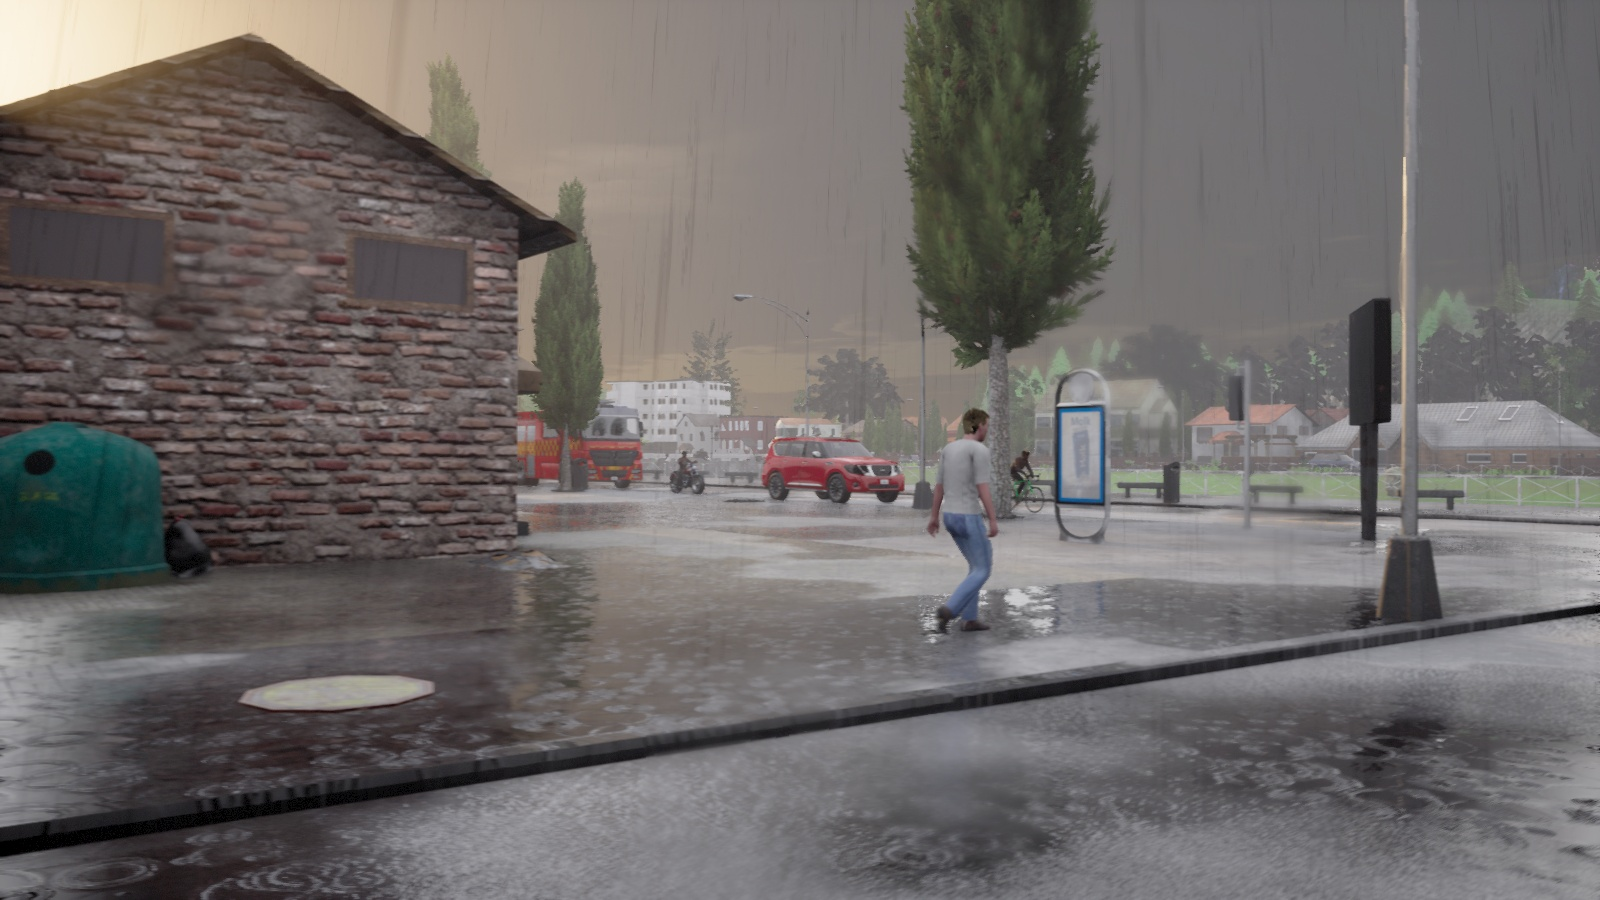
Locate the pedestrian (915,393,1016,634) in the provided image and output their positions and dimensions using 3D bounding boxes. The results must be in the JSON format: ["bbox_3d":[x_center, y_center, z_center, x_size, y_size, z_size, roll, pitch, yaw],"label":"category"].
[{"bbox_3d":[1.302,0.483,9.868,0.706,1.836,0.354,0,0,-27],"label":"pedestrian"}]

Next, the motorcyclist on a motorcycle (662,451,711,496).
[{"bbox_3d":[-4.273,0.856,47.148,0.766,1.649,2.350,0,0,-35],"label":"motorcyclist on a motorcycle"}]

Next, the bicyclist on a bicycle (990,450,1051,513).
[{"bbox_3d":[5.745,0.802,32.780,0.582,1.620,1.656,0,0,-35],"label":"bicyclist on a bicycle"}]

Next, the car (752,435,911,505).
[{"bbox_3d":[0.896,0.595,39.737,2.150,2.045,5.566,0,0,-35],"label":"car"}]

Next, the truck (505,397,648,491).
[{"bbox_3d":[-10.008,-0.227,55.375,2.891,3.827,8.468,0,0,-35],"label":"truck"}]
